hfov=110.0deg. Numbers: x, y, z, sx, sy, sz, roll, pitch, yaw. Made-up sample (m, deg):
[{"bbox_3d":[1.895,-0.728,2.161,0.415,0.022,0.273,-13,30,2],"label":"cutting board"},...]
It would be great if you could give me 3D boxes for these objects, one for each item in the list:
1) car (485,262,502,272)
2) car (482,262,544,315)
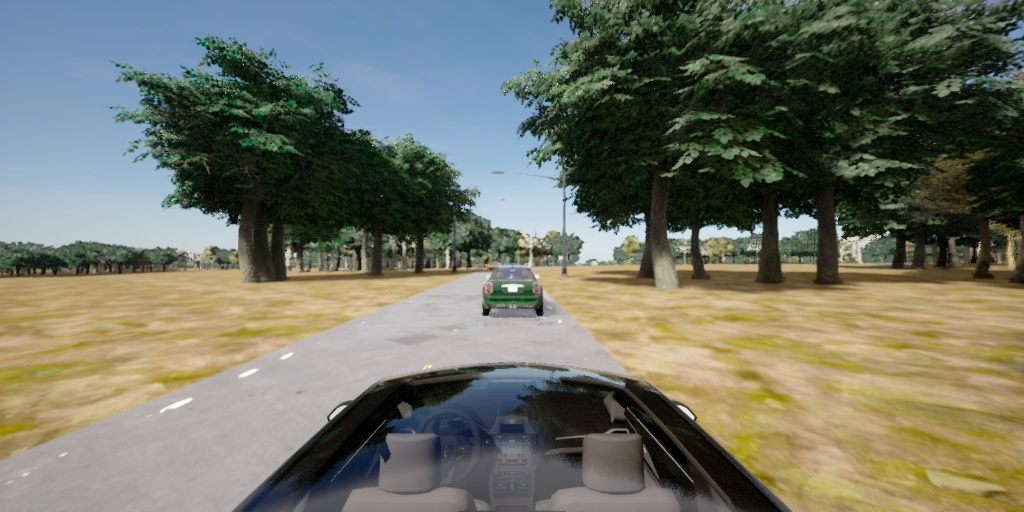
[{"bbox_3d":[-2.762,1.664,55.342,1.882,1.535,5.008,0,-1,6],"label":"car"},{"bbox_3d":[0.029,1.125,13.852,2.097,1.767,4.553,0,0,0],"label":"car"}]
